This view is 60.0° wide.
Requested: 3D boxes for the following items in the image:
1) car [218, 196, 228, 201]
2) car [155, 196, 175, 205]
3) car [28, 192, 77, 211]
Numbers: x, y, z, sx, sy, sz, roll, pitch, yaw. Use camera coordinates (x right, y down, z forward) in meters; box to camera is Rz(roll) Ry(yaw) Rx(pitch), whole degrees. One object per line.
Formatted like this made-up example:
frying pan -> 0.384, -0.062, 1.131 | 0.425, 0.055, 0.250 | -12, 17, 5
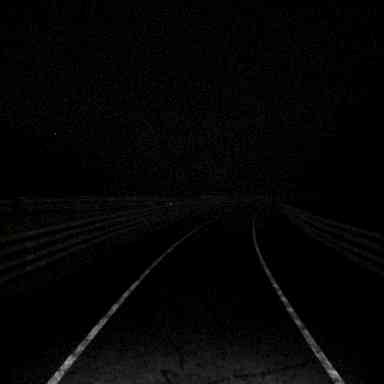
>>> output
car -> 6.761, 1.619, 74.954 | 2.033, 1.411, 5.357 | 0, 0, 31
car -> -4.554, 1.459, 56.035 | 1.812, 1.442, 4.674 | 0, 0, 31
car -> -15.608, 1.011, 37.549 | 2.150, 2.045, 5.566 | 0, 0, 31
